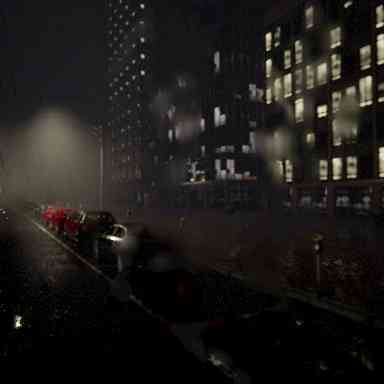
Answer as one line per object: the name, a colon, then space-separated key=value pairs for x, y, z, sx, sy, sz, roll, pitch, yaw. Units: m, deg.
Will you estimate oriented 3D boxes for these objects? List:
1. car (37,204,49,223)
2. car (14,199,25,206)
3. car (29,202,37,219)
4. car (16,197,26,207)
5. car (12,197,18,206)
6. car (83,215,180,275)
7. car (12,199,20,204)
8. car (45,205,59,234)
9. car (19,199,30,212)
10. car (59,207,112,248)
car: x=-10.478 y=1.799 z=25.471 sx=1.802 sy=1.307 sz=4.206 roll=0 pitch=-1 yaw=-30
car: x=-36.165 y=2.185 z=69.760 sx=1.887 sy=1.381 sz=4.507 roll=0 pitch=-1 yaw=-30
car: x=-13.332 y=1.813 z=30.392 sx=2.008 sy=1.369 sz=4.403 roll=0 pitch=-1 yaw=-30
car: x=-27.688 y=2.024 z=55.144 sx=1.752 sy=1.417 sz=4.829 roll=0 pitch=-1 yaw=-30
car: x=-33.310 y=1.907 z=64.841 sx=2.192 sy=1.841 sz=5.009 roll=0 pitch=-1 yaw=-30
car: x=-1.916 y=1.631 z=10.708 sx=2.008 sy=1.369 sz=4.403 roll=1 pitch=-1 yaw=-30
car: x=-44.727 y=2.369 z=84.523 sx=1.802 sy=1.307 sz=4.206 roll=0 pitch=-1 yaw=-30
car: x=-7.624 y=1.716 z=20.550 sx=1.887 sy=1.381 sz=4.507 roll=0 pitch=-1 yaw=-30
car: x=-21.894 y=1.969 z=45.154 sx=1.947 sy=1.339 sz=4.313 roll=0 pitch=-1 yaw=-30
car: x=-4.769 y=1.566 z=15.629 sx=1.967 sy=1.590 sz=4.097 roll=0 pitch=-1 yaw=-30
